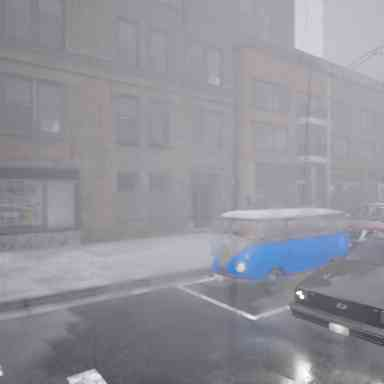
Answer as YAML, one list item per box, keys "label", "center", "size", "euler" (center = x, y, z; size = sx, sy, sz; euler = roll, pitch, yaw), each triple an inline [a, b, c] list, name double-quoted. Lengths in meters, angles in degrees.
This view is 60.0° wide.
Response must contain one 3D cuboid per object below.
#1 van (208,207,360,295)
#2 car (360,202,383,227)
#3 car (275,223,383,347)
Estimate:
- label: "van"
  center: [2.288, 1.325, 8.400]
  size: [3.998, 1.788, 1.690]
  euler: [0, 0, -36]
- label: "car"
  center: [6.843, 1.285, 11.651]
  size: [5.009, 1.841, 2.192]
  euler: [0, 0, -36]
- label: "car"
  center: [4.130, 1.531, 6.355]
  size: [5.357, 1.411, 2.033]
  euler: [0, 0, -39]
